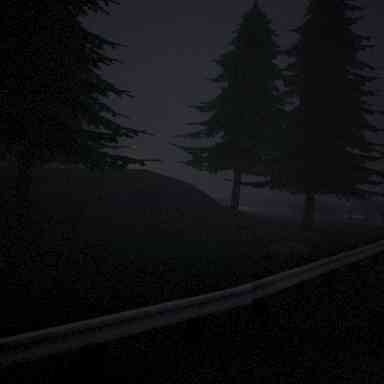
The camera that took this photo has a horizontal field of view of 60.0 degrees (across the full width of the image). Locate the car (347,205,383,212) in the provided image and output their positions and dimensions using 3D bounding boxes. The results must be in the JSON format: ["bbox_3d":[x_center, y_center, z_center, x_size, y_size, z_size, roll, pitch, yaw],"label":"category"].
[{"bbox_3d":[18.030,1.357,33.183,4.553,1.767,2.097,0,0,34],"label":"car"}]

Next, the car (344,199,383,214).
[{"bbox_3d":[19.430,1.509,36.459,4.892,1.490,1.837,0,0,34],"label":"car"}]

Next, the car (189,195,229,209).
[{"bbox_3d":[2.477,1.563,47.873,4.718,1.301,1.895,0,0,34],"label":"car"}]

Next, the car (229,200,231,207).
[{"bbox_3d":[4.509,1.510,50.723,5.357,1.411,2.033,0,0,34],"label":"car"}]

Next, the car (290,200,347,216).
[{"bbox_3d":[12.238,1.510,32.859,4.892,1.490,1.837,0,0,34],"label":"car"}]
